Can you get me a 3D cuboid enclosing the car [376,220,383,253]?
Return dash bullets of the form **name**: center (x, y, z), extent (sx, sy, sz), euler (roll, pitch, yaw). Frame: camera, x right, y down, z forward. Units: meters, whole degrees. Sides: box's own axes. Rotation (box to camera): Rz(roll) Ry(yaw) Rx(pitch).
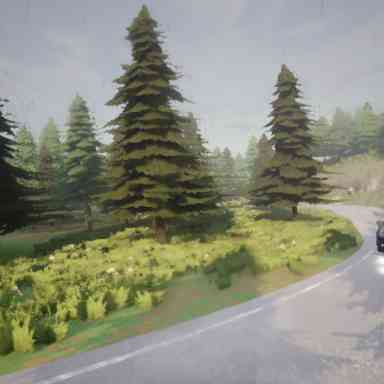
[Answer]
- **car**: center (9.313, 1.608, 14.500), extent (2.097, 1.767, 4.553), euler (-3, -3, 31)
